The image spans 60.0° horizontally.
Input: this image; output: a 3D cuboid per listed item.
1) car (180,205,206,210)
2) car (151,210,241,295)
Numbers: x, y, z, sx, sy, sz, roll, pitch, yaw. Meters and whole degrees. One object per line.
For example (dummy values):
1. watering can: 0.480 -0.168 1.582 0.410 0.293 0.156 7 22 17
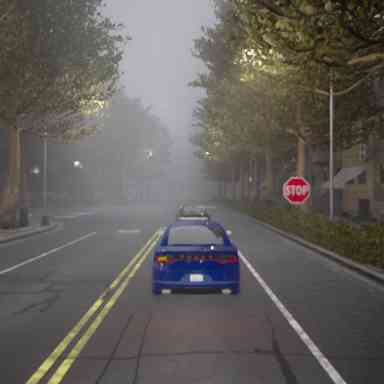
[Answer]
1. car: 0.053 1.475 18.250 2.128 1.511 4.902 0 0 0
2. car: 0.080 1.470 8.756 1.882 1.535 5.008 0 0 0
